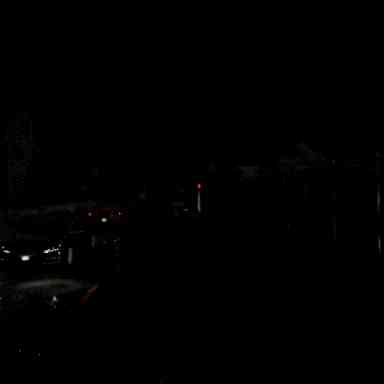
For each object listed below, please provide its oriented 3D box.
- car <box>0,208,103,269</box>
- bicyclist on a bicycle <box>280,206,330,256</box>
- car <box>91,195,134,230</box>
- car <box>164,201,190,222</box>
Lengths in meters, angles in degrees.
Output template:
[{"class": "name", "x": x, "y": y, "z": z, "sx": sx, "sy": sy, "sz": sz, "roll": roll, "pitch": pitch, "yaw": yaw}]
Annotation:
[{"class": "car", "x": -4.633, "y": 1.540, "z": 11.430, "sx": 1.837, "sy": 1.490, "sz": 4.892, "roll": -1, "pitch": 0, "yaw": -3}, {"class": "bicyclist on a bicycle", "x": 3.699, "y": 1.296, "z": 10.881, "sx": 1.656, "sy": 1.620, "sz": 0.582, "roll": 0, "pitch": 0, "yaw": -3}, {"class": "car", "x": -5.155, "y": 1.250, "z": 21.760, "sx": 2.150, "sy": 2.045, "sz": 5.566, "roll": -1, "pitch": 0, "yaw": -3}, {"class": "car", "x": -1.192, "y": 1.458, "z": 26.200, "sx": 1.882, "sy": 1.535, "sz": 5.008, "roll": -1, "pitch": 0, "yaw": -3}]
